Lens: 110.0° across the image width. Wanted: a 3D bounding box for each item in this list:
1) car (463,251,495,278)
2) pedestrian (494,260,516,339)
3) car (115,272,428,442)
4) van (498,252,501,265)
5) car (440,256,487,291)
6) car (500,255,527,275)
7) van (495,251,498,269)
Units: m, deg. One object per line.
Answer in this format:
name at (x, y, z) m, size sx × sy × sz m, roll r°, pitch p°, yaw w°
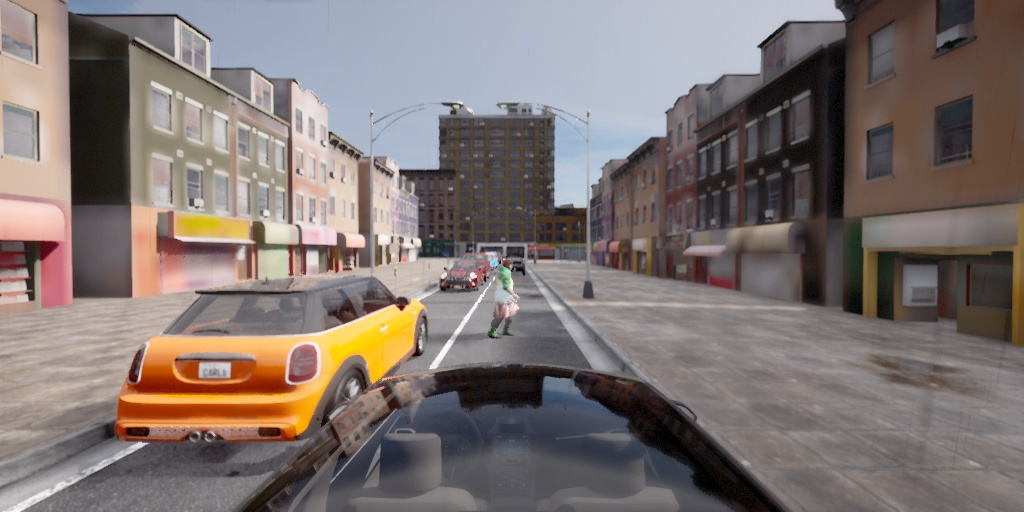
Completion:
car at (-2.560, 0.712, 24.467) m, size 2.192 × 1.841 × 5.009 m, roll 0°, pitch 0°, yaw 0°
pedestrian at (-0.158, 0.943, 8.241) m, size 0.375 × 1.860 × 0.375 m, roll 0°, pitch 1°, yaw 0°
car at (-2.740, 1.044, 5.442) m, size 2.097 × 1.767 × 4.553 m, roll 0°, pitch 1°, yaw 0°
van at (-2.503, 0.476, 40.798) m, size 1.690 × 1.789 × 3.998 m, roll 0°, pitch 0°, yaw 0°
car at (-2.579, 0.922, 19.024) m, size 1.967 × 1.591 × 4.097 m, roll 0°, pitch 0°, yaw 0°
car at (0.181, 0.794, 31.183) m, size 1.837 × 1.490 × 4.892 m, roll 0°, pitch 1°, yaw 0°
van at (-2.522, 0.564, 35.355) m, size 1.690 × 1.789 × 3.998 m, roll 0°, pitch 0°, yaw 0°
